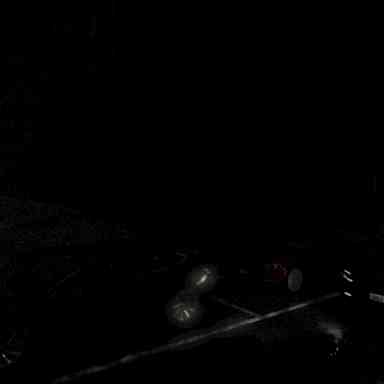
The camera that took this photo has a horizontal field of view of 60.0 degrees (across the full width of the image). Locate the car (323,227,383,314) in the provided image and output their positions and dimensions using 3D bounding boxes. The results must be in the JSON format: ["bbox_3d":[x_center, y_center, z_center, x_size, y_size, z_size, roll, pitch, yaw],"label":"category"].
[{"bbox_3d":[5.135,1.503,7.016,5.008,1.535,1.882,0,0,-35],"label":"car"}]

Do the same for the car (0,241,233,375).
[{"bbox_3d":[-1.629,1.572,5.592,4.313,1.339,1.947,0,0,-35],"label":"car"}]

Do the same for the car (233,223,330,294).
[{"bbox_3d":[2.997,1.568,8.876,4.507,1.381,1.887,0,0,-35],"label":"car"}]
